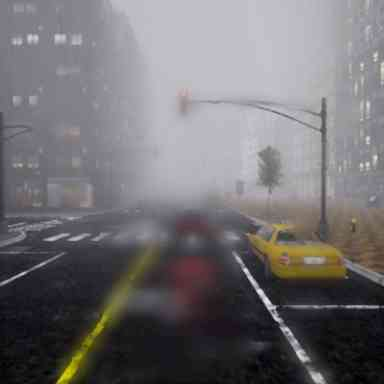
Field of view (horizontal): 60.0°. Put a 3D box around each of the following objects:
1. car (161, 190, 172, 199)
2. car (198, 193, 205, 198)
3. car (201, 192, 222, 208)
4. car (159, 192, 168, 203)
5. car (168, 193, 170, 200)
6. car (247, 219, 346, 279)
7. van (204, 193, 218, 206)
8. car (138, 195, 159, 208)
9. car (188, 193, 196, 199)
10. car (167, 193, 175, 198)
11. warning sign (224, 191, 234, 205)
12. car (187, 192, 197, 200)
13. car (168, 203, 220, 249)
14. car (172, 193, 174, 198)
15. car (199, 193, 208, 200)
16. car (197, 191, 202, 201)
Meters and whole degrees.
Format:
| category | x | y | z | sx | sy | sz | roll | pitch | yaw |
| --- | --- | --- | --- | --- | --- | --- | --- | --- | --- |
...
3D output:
| category | x | y | z | sx | sy | sz | roll | pitch | yaw |
| --- | --- | --- | --- | --- | --- | --- | --- | --- | --- |
| car | -5.759 | 0.973 | 69.460 | 1.967 | 1.590 | 4.097 | 0 | 0 | 0 |
| car | 2.601 | 0.933 | 91.744 | 1.752 | 1.417 | 4.829 | 0 | 0 | 0 |
| car | 2.647 | 1.016 | 41.834 | 2.192 | 1.841 | 5.009 | 0 | 0 | 0 |
| car | -5.748 | 1.147 | 58.407 | 2.008 | 1.369 | 4.403 | 0 | 0 | 0 |
| car | -5.754 | 1.109 | 63.933 | 1.887 | 1.381 | 4.507 | 0 | 0 | 0 |
| car | 2.678 | 1.452 | 9.593 | 1.752 | 1.417 | 4.829 | 0 | 0 | 0 |
| van | 2.641 | 1.006 | 47.360 | 1.690 | 1.788 | 3.998 | 0 | 0 | 0 |
| car | -5.732 | 1.252 | 41.828 | 2.008 | 1.369 | 4.403 | 0 | 0 | 0 |
| car | -0.076 | 0.975 | 81.056 | 1.895 | 1.301 | 4.718 | 0 | 0 | 0 |
| car | -5.779 | 0.935 | 91.396 | 1.752 | 1.417 | 4.829 | 0 | 0 | 0 |
| warning sign | 5.030 | 0.795 | 45.091 | 1.300 | 1.860 | 1.060 | 0 | 1 | 0 |
| car | -0.066 | 0.879 | 70.994 | 2.097 | 1.767 | 4.553 | 0 | 0 | 0 |
| car | 0.043 | 1.407 | 13.912 | 1.837 | 1.490 | 4.892 | 0 | 0 | 0 |
| car | -5.764 | 1.083 | 74.987 | 1.802 | 1.307 | 4.206 | 0 | 0 | 0 |
| car | 2.616 | 1.045 | 74.995 | 1.887 | 1.381 | 4.507 | 0 | 0 | 0 |
| car | 2.625 | 0.879 | 63.939 | 2.192 | 1.841 | 5.009 | 0 | 0 | 0 |
